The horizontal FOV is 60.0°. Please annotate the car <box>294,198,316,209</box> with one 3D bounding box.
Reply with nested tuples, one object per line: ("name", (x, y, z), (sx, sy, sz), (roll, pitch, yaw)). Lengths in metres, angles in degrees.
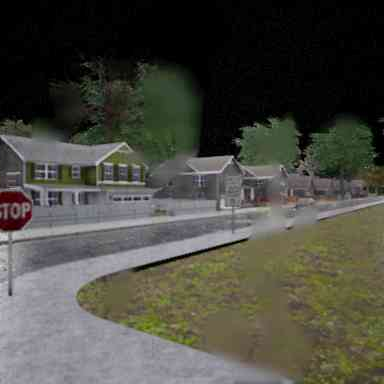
("car", (15.597, 1.571, 45.743), (1.837, 1.490, 4.892), (-1, 0, 35))
